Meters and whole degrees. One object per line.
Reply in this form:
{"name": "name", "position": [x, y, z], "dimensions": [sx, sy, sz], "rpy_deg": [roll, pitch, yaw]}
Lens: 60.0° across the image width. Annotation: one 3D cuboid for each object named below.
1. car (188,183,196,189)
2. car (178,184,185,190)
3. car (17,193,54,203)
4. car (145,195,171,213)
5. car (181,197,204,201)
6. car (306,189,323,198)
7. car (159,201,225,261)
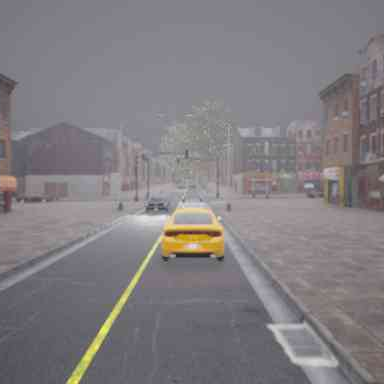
{"name": "car", "position": [-0.032, -1.500, 86.369], "dimensions": [1.882, 1.535, 5.008], "rpy_deg": [0, 3, 0]}
{"name": "car", "position": [-2.782, -1.348, 86.575], "dimensions": [1.895, 1.301, 4.718], "rpy_deg": [0, 3, 0]}
{"name": "car", "position": [-20.397, 0.758, 43.346], "dimensions": [4.507, 1.381, 1.887], "rpy_deg": [-1, 2, 0]}
{"name": "car", "position": [-2.823, 0.984, 28.460], "dimensions": [1.895, 1.301, 4.718], "rpy_deg": [0, 2, 0]}
{"name": "car", "position": [0.052, 1.022, 27.241], "dimensions": [1.895, 1.301, 4.718], "rpy_deg": [0, 2, 0]}
{"name": "car", "position": [17.185, 0.217, 43.491], "dimensions": [4.313, 1.339, 1.947], "rpy_deg": [-1, 2, 0]}
{"name": "car", "position": [0.051, 1.297, 11.644], "dimensions": [1.882, 1.535, 5.008], "rpy_deg": [0, 1, 1]}
